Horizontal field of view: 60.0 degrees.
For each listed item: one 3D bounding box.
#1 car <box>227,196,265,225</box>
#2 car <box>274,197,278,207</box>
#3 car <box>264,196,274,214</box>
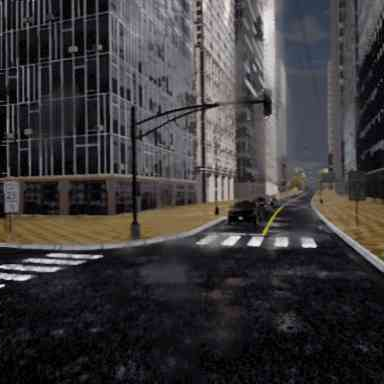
[{"bbox_3d":[3.645,1.293,22.554,1.882,1.535,5.008,-1,0,16],"label":"car"},{"bbox_3d":[9.614,1.165,41.502,1.994,1.385,4.181,-1,0,19],"label":"car"},{"bbox_3d":[6.504,1.217,31.977,1.837,1.490,4.892,-1,0,18],"label":"car"}]
